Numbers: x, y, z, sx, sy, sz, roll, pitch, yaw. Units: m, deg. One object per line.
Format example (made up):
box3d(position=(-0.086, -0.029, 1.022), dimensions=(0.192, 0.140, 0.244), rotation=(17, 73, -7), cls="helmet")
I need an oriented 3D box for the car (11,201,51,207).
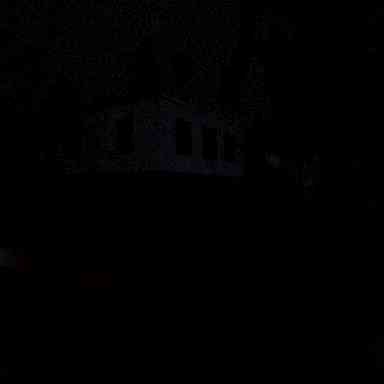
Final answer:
box3d(position=(-14.698, 1.528, 29.171), dimensions=(2.033, 1.411, 5.357), rotation=(0, 0, 29), cls="car")
